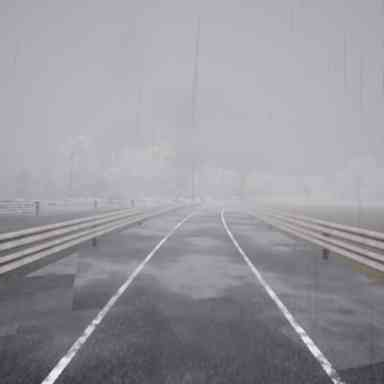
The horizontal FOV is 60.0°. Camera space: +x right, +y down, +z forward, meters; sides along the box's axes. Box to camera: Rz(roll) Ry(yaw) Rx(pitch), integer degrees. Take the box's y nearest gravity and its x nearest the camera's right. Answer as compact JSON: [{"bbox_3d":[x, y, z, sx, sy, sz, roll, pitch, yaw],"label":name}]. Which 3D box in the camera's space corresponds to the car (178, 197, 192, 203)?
[{"bbox_3d":[-1.425,2.229,90.070,1.994,1.385,4.181,0,-1,20],"label":"car"}]

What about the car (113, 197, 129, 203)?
[{"bbox_3d":[-15.093,1.826,71.447,2.097,1.767,4.553,0,-1,18],"label":"car"}]

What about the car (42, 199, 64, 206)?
[{"bbox_3d":[-19.359,1.643,45.442,1.994,1.385,4.181,0,-1,15],"label":"car"}]

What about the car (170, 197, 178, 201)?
[{"bbox_3d":[-3.505,2.270,94.675,2.128,1.511,4.902,0,-1,20],"label":"car"}]

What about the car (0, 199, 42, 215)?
[{"bbox_3d":[-18.637,1.475,34.975,2.128,1.511,4.902,0,-1,15],"label":"car"}]
